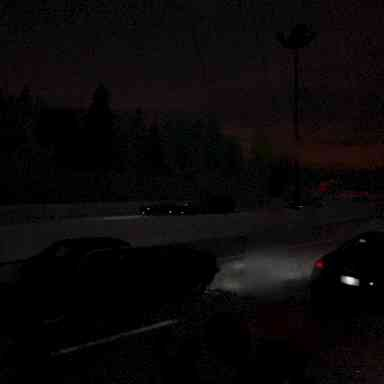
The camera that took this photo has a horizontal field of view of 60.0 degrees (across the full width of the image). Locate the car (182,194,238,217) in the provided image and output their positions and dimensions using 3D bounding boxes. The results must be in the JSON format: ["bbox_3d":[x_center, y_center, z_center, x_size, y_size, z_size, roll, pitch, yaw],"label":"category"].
[{"bbox_3d":[1.825,1.273,32.587,5.566,2.045,2.150,0,0,-42],"label":"car"}]

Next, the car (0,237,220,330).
[{"bbox_3d":[-1.695,1.615,6.943,4.718,1.301,1.895,0,0,-36],"label":"car"}]

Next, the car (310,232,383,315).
[{"bbox_3d":[4.435,1.568,7.220,4.181,1.385,1.994,0,0,-38],"label":"car"}]

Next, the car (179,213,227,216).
[{"bbox_3d":[0.440,1.643,26.676,4.718,1.301,1.895,0,0,-40],"label":"car"}]

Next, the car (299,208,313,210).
[{"bbox_3d":[10.256,1.382,30.900,4.553,1.767,2.097,0,0,-44],"label":"car"}]
